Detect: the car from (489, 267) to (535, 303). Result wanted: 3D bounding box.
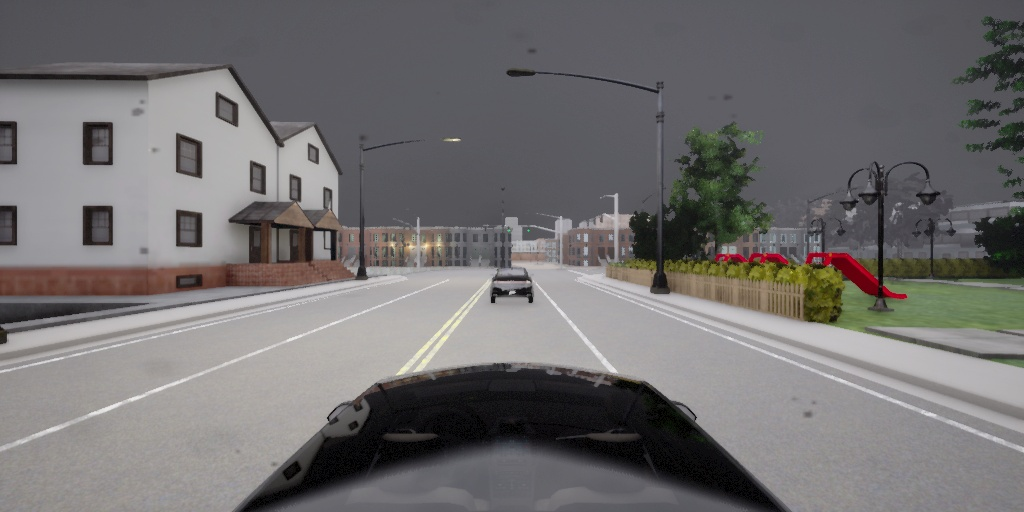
[{"bbox_3d":[0.000,1.244,16.500,2.128,1.511,4.902,0,0,0],"label":"car"}]
